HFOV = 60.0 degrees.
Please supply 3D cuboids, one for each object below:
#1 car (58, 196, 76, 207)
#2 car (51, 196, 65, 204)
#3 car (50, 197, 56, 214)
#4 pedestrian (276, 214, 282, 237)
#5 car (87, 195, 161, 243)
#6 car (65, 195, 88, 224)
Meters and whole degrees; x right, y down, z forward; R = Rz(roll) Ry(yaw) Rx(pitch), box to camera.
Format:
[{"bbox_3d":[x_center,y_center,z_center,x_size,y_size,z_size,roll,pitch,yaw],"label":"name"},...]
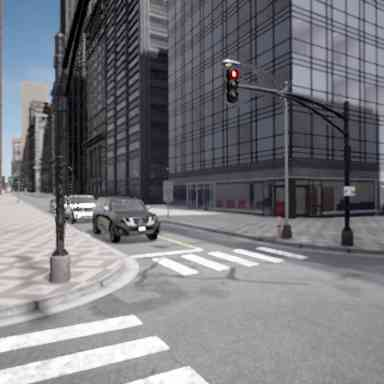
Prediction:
[{"bbox_3d":[-19.721,1.445,52.293,1.837,1.490,4.892,0,0,-30],"label":"car"},{"bbox_3d":[-24.609,1.487,60.944,1.895,1.301,4.718,0,0,-30],"label":"car"},{"bbox_3d":[-14.322,1.557,36.253,2.033,1.411,5.357,0,0,-29],"label":"car"},{"bbox_3d":[4.218,1.584,16.066,0.500,1.100,0.500,1,-1,-29],"label":"pedestrian"},{"bbox_3d":[-3.566,1.282,17.175,2.150,2.045,5.566,0,0,-29],"label":"car"},{"bbox_3d":[-8.667,1.264,26.215,2.150,2.045,5.566,0,0,-29],"label":"car"}]
